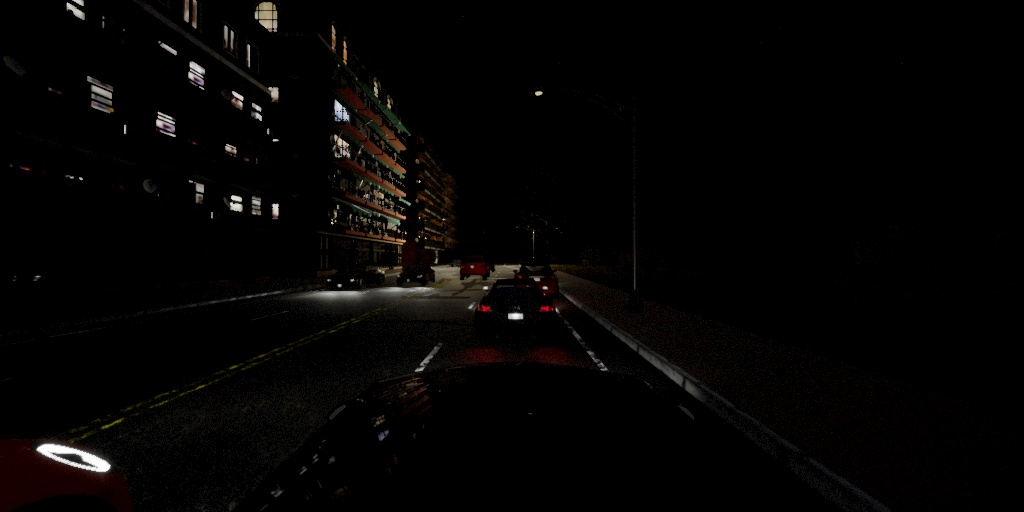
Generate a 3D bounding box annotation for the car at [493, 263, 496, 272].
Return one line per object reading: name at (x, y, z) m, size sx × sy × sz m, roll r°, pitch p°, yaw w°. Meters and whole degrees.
car at (-3.137, 1.277, 45.318) m, size 1.812 × 1.442 × 4.674 m, roll 0°, pitch 0°, yaw 0°

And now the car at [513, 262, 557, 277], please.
car at (1.141, 1.103, 18.579) m, size 2.097 × 1.767 × 4.553 m, roll 0°, pitch 0°, yaw 0°

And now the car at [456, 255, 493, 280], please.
car at (-3.149, 0.971, 31.278) m, size 2.150 × 2.045 × 5.566 m, roll 0°, pitch 0°, yaw 1°

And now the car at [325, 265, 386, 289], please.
car at (-9.846, 1.300, 23.127) m, size 2.033 × 1.411 × 5.357 m, roll 0°, pitch 0°, yaw 0°

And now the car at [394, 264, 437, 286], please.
car at (-6.594, 1.278, 25.119) m, size 1.812 × 1.442 × 4.674 m, roll 0°, pitch 0°, yaw 0°

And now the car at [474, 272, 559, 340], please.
car at (0.096, 1.315, 9.999) m, size 1.994 × 1.385 × 4.181 m, roll 0°, pitch 0°, yaw 0°

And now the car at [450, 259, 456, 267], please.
car at (-9.779, 1.297, 63.865) m, size 2.033 × 1.411 × 5.357 m, roll 0°, pitch 0°, yaw 1°
